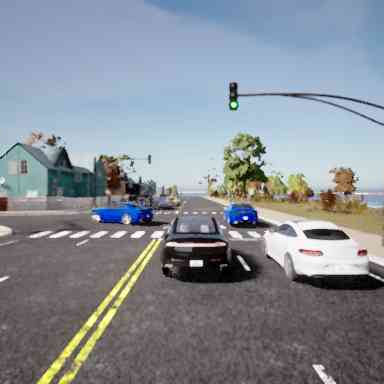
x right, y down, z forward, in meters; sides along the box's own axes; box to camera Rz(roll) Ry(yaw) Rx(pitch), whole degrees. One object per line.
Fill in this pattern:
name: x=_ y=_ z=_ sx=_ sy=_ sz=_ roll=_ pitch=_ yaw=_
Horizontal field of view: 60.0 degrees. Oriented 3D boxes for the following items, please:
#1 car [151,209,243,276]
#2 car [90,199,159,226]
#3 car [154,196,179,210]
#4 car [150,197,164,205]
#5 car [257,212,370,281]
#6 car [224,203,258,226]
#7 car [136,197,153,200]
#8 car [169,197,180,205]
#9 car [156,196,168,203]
car: x=0.081 y=1.493 z=10.382 sx=2.128 sy=1.511 sz=4.902 roll=0 pitch=0 yaw=-1
car: x=-5.103 y=1.485 z=23.842 sx=5.008 sy=1.535 sz=1.882 roll=0 pitch=-1 yaw=31
car: x=-3.308 y=1.580 z=43.836 sx=2.033 sy=1.411 sz=5.357 roll=0 pitch=0 yaw=3
car: x=-6.505 y=1.609 z=62.152 sx=2.033 sy=1.411 sz=5.357 roll=0 pitch=0 yaw=0
car: x=3.346 y=1.527 z=9.714 sx=1.812 sy=1.442 sz=4.674 roll=0 pitch=0 yaw=0
car: x=3.348 y=1.487 z=23.299 sx=1.882 sy=1.535 sz=5.008 roll=0 pitch=0 yaw=0
car: x=-6.593 y=1.535 z=42.716 sx=1.837 sy=1.490 sz=4.892 roll=0 pitch=0 yaw=0
car: x=-3.255 y=1.665 z=63.829 sx=1.895 sy=1.301 sz=4.718 roll=0 pitch=0 yaw=0
car: x=-6.507 y=1.623 z=72.518 sx=2.033 sy=1.411 sz=5.357 roll=0 pitch=0 yaw=0
